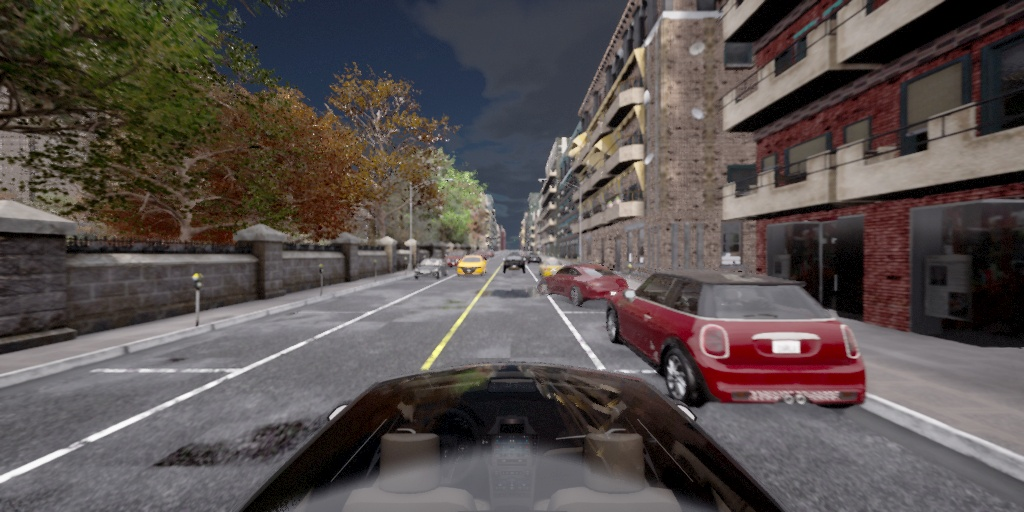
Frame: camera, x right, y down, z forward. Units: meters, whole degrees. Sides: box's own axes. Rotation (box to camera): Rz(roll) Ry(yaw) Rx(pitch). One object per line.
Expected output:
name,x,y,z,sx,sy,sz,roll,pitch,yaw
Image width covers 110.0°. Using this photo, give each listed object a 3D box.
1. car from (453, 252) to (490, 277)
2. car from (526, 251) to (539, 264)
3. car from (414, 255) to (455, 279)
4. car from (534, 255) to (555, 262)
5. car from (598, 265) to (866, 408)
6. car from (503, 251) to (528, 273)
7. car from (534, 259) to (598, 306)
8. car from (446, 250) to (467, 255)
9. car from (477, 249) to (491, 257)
car,-2.984,0.694,27.413,1.882,1.535,5.008,0,1,0
car,2.889,0.372,47.235,1.948,1.339,4.313,0,0,0
car,-5.588,0.813,25.184,2.007,1.370,4.403,0,0,0
car,2.794,0.790,25.317,1.751,1.417,4.829,0,0,0
car,3.132,1.010,6.207,2.097,1.767,4.553,0,1,0
car,0.206,0.607,31.631,1.882,1.535,5.008,0,1,1
car,2.685,1.019,14.082,1.812,1.442,4.674,0,1,-17
car,-5.539,0.348,36.228,2.192,1.841,5.009,0,0,0
car,-5.419,-0.225,63.840,2.192,1.841,5.009,0,0,0
